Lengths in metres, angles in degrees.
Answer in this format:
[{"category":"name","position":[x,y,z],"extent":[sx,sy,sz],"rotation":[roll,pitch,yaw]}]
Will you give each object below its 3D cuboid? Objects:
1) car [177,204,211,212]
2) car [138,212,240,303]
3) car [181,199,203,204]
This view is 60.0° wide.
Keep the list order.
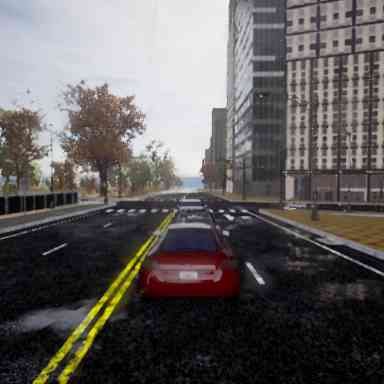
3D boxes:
[{"category":"car","position":[0.081,1.370,13.208],"extent":[1.895,1.301,4.718],"rotation":[0,1,0]},{"category":"car","position":[-0.019,1.423,7.960],"extent":[1.994,1.385,4.181],"rotation":[0,1,1]},{"category":"car","position":[0.002,1.177,21.446],"extent":[2.033,1.411,5.357],"rotation":[0,1,0]}]
